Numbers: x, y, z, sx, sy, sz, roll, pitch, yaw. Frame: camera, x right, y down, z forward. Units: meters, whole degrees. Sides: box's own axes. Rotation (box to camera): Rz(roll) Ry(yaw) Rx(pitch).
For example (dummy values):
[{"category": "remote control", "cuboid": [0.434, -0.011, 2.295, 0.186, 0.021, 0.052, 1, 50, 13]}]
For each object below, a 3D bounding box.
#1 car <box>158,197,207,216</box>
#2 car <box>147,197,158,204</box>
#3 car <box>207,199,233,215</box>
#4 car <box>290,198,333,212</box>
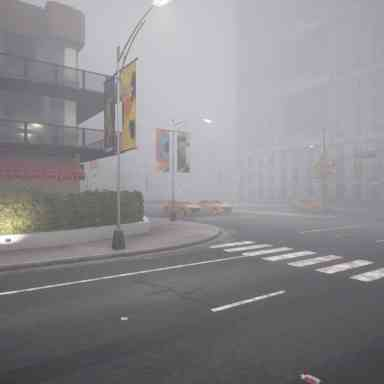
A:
[{"category": "car", "cuboid": [-1.037, 1.478, 32.669, 1.882, 1.535, 5.008, 0, 0, -35]}, {"category": "car", "cuboid": [-6.142, 1.601, 59.288, 4.718, 1.301, 1.895, 0, 0, 42]}, {"category": "car", "cuboid": [2.090, 1.478, 34.307, 1.882, 1.535, 5.008, 0, 0, -35]}, {"category": "car", "cuboid": [13.637, 1.477, 38.226, 1.882, 1.535, 5.008, 0, 0, -35]}]
